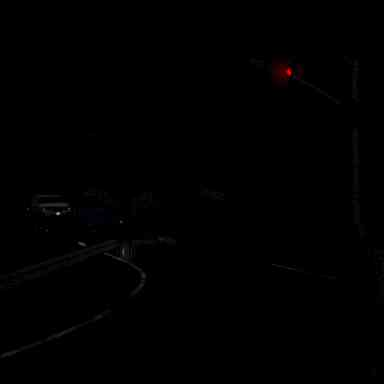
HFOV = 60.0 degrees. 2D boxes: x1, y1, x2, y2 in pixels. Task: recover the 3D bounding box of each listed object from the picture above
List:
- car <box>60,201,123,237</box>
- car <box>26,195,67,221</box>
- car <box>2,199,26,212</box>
[{"bbox_3d":[-5.461,1.492,18.231,1.882,1.535,5.008,0,0,-36],"label":"car"},{"bbox_3d":[-11.390,1.236,26.568,2.150,2.045,5.566,0,0,-35],"label":"car"},{"bbox_3d":[-18.609,1.517,35.577,4.892,1.490,1.837,0,0,39],"label":"car"}]
